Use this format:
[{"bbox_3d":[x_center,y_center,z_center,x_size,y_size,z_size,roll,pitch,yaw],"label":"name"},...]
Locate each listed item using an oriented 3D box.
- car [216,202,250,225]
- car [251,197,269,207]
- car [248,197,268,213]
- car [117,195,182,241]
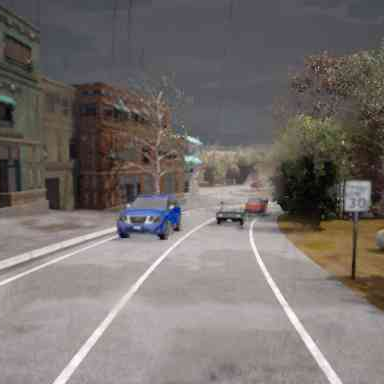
[{"bbox_3d":[2.998,1.638,24.534,1.895,1.301,4.718,1,0,12],"label":"car"},{"bbox_3d":[11.935,1.708,58.306,1.882,1.535,5.008,3,2,26],"label":"car"},{"bbox_3d":[7.906,1.539,40.760,2.097,1.767,4.553,2,0,20],"label":"car"},{"bbox_3d":[-1.919,1.171,16.910,2.150,2.045,5.566,1,0,9],"label":"car"}]
